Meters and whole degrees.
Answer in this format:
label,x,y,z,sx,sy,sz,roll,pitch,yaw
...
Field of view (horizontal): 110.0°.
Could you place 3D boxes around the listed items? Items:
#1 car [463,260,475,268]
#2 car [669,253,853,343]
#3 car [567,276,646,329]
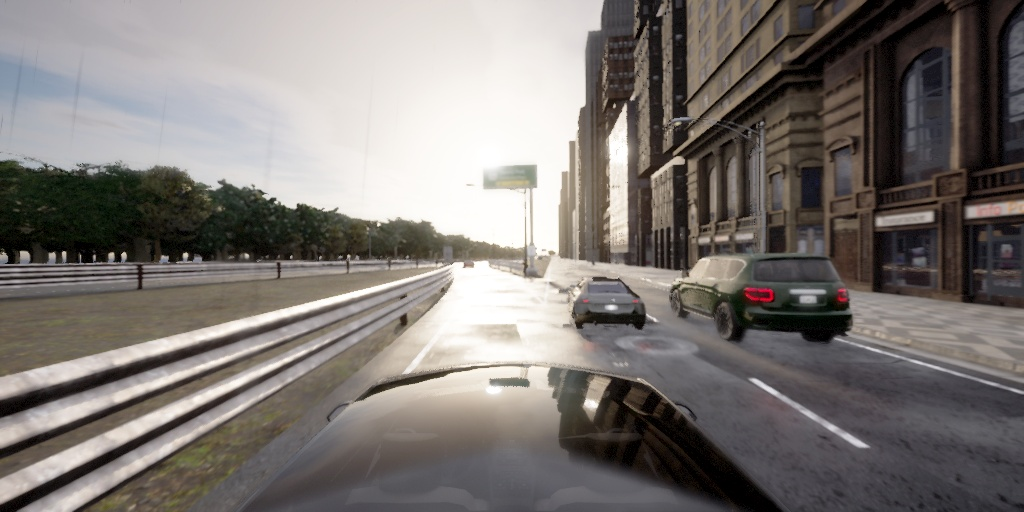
label,x,y,z,sx,sy,sz,roll,pitch,yaw
car,-7.709,1.405,64.199,1.994,1.385,4.181,-1,0,-9
car,6.173,0.961,9.782,2.150,2.045,5.566,0,0,6
car,2.840,1.335,11.463,1.994,1.385,4.181,0,0,6
